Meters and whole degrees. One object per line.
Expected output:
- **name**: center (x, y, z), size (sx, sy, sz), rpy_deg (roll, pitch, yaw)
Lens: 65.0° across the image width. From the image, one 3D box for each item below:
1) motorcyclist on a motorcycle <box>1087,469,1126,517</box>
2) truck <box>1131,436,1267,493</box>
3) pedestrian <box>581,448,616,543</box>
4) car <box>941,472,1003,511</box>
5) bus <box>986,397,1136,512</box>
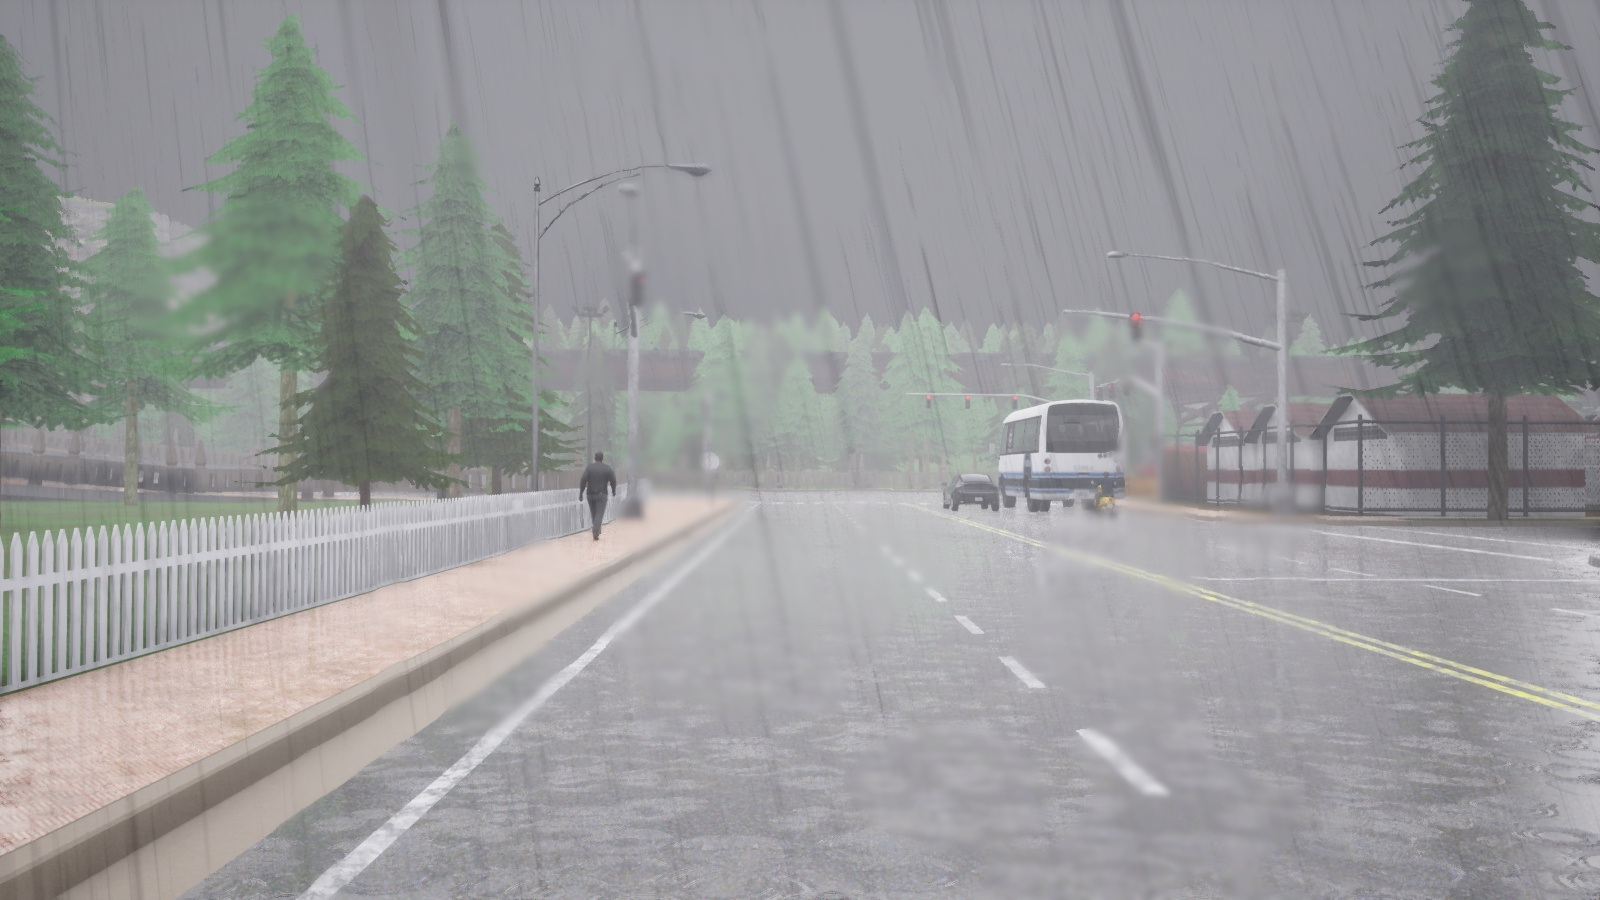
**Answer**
- **motorcyclist on a motorcycle**: center (10.446, 1.443, 42.795), size (0.866, 1.590, 1.817), rpy_deg (0, -1, 0)
- **truck**: center (27.591, 0.997, 87.012), size (8.468, 3.827, 2.891), rpy_deg (0, -1, -2)
- **pedestrian**: center (-4.047, 0.913, 25.265), size (0.563, 1.883, 0.849), rpy_deg (0, -1, 0)
- **car**: center (6.935, 1.647, 51.057), size (1.837, 1.490, 4.892), rpy_deg (0, -1, 0)
- **bus**: center (10.427, 0.261, 51.626), size (3.944, 4.253, 10.273), rpy_deg (0, -1, 0)
